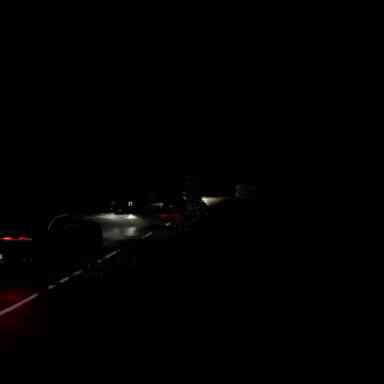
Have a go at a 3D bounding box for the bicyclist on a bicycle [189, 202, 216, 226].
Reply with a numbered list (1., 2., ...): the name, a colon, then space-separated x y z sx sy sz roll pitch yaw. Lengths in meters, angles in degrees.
1. bicyclist on a bicycle: 0.650 1.283 20.514 1.656 1.620 0.582 0 0 7

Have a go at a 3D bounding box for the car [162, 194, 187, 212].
1. car: -1.645 1.134 33.627 2.128 1.511 4.902 1 1 7

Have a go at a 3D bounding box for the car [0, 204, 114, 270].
1. car: -4.502 1.360 10.651 2.128 1.511 4.902 1 1 7

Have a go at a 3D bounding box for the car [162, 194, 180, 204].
1. car: -3.183 1.023 50.416 1.994 1.385 4.181 1 0 7

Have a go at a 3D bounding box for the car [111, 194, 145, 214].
1. car: -5.780 0.961 30.301 2.097 1.767 4.553 1 1 7
